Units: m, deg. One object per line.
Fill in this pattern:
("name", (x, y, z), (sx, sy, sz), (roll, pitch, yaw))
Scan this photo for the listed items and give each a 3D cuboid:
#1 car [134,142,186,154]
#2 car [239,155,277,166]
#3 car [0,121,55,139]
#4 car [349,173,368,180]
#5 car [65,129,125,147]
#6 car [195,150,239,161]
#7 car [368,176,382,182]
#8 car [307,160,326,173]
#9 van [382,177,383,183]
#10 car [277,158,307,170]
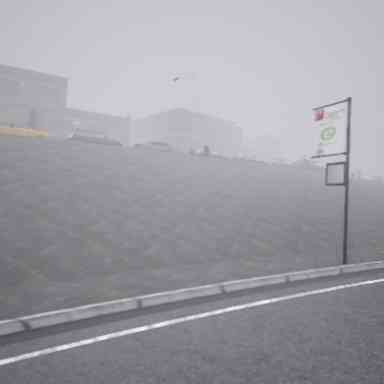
("car", (-2.737, -3.550, 29.180), (4.792, 1.488, 2.163), (3, -1, -33))
("car", (6.240, -3.143, 35.419), (4.892, 1.521, 2.231), (3, -1, -35))
("car", (-12.225, -4.029, 23.151), (5.008, 1.535, 2.097), (3, -1, -30))
("car", (23.662, -2.017, 49.270), (4.674, 1.452, 2.002), (4, -2, -40))
("car", (-7.526, -3.933, 26.057), (4.553, 1.767, 2.185), (3, -1, -32))
("car", (1.825, -3.320, 32.279), (4.674, 1.452, 2.002), (3, -1, -34))
("car", (27.812, -1.694, 52.929), (4.674, 1.452, 2.002), (5, -2, -42))
("car", (15.195, -2.889, 42.222), (5.566, 2.045, 2.435), (3, -1, -38))
("van", (32.017, -1.607, 56.743), (4.442, 1.987, 1.878), (5, -2, -42))
("car", (10.759, -3.026, 38.788), (4.553, 1.767, 2.185), (3, -1, -37))
